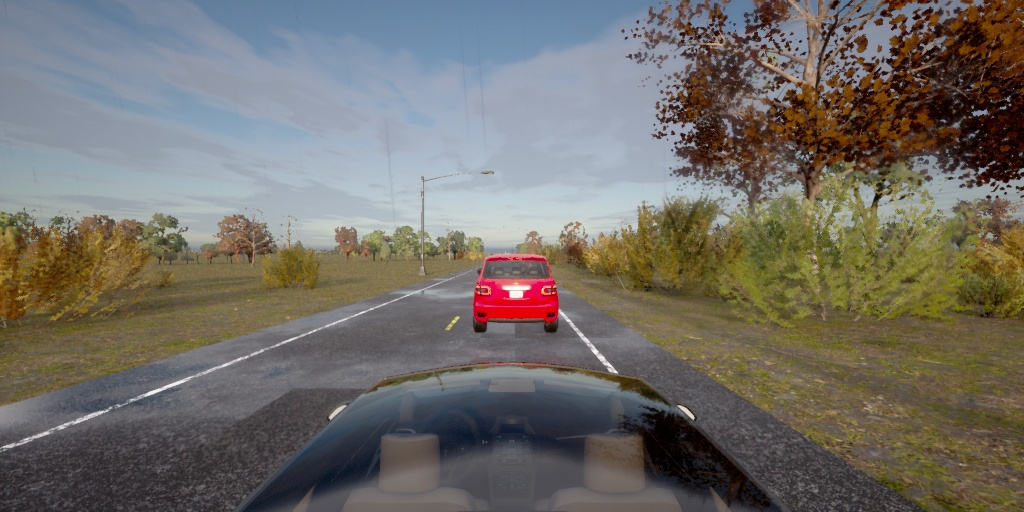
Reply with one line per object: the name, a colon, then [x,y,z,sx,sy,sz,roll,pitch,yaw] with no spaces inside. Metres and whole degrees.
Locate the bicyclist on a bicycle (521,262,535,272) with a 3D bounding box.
bicyclist on a bicycle: [0.933,1.114,18.614,0.659,1.776,1.843,0,0,0]

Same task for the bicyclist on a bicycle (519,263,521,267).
bicyclist on a bicycle: [0.887,1.111,28.627,0.659,1.776,1.843,0,0,0]

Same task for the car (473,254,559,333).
car: [0.086,0.968,10.907,2.150,2.045,5.566,0,0,0]
